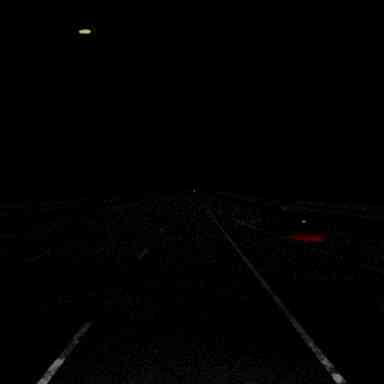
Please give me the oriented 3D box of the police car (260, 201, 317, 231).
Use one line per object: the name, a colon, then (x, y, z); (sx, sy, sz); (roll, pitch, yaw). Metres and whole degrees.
police car: (5.624, 1.362, 20.193); (1.930, 1.638, 5.238); (0, 0, -7)
